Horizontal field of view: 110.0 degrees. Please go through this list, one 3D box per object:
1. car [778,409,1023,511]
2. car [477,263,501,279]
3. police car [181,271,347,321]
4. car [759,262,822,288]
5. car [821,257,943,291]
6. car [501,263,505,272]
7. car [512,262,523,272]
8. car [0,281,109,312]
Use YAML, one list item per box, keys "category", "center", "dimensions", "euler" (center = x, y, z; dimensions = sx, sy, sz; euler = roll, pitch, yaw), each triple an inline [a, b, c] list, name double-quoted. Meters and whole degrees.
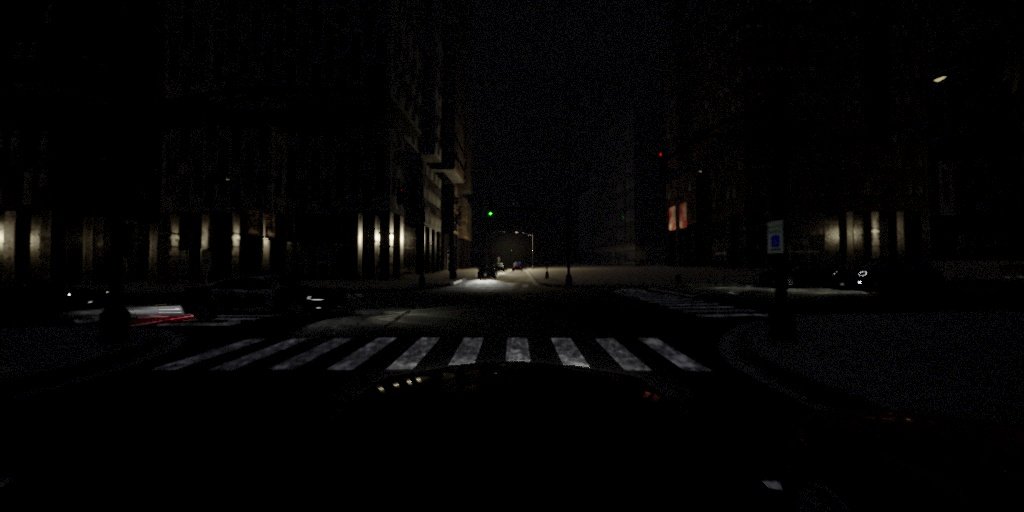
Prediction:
- category: "car"
  center: [2.756, 1.284, 0.741]
  dimensions: [1.888, 1.381, 4.507]
  euler: [0, 0, 0]
- category: "car"
  center: [-2.643, 1.676, 39.036]
  dimensions: [2.128, 1.511, 4.902]
  euler: [0, -1, 1]
- category: "police car"
  center: [-8.754, 1.362, 12.901]
  dimensions: [5.238, 1.638, 1.930]
  euler: [-1, -1, 0]
- category: "car"
  center: [18.394, 1.133, 22.627]
  dimensions: [5.008, 1.535, 1.882]
  euler: [-1, -1, 0]
- category: "car"
  center: [20.064, 0.889, 19.374]
  dimensions: [4.553, 1.767, 2.097]
  euler: [-1, -1, 0]
- category: "car"
  center: [-2.156, 1.960, 61.007]
  dimensions: [2.128, 1.511, 4.902]
  euler: [0, -1, 2]
- category: "car"
  center: [0.937, 2.059, 64.180]
  dimensions: [2.033, 1.411, 5.357]
  euler: [0, -1, 1]
- category: "car"
  center: [-21.115, 1.777, 16.101]
  dimensions: [4.718, 1.301, 1.895]
  euler: [-1, -1, 0]
